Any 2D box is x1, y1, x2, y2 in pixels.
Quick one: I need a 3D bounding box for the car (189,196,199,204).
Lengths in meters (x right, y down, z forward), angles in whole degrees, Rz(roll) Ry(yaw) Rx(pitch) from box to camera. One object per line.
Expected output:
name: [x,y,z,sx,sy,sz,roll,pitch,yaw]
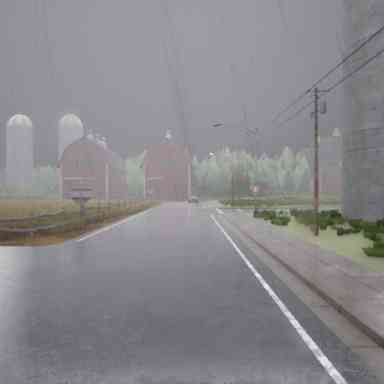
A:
car: [0.325,1.491,64.106,1.812,1.442,4.674,0,0,2]
